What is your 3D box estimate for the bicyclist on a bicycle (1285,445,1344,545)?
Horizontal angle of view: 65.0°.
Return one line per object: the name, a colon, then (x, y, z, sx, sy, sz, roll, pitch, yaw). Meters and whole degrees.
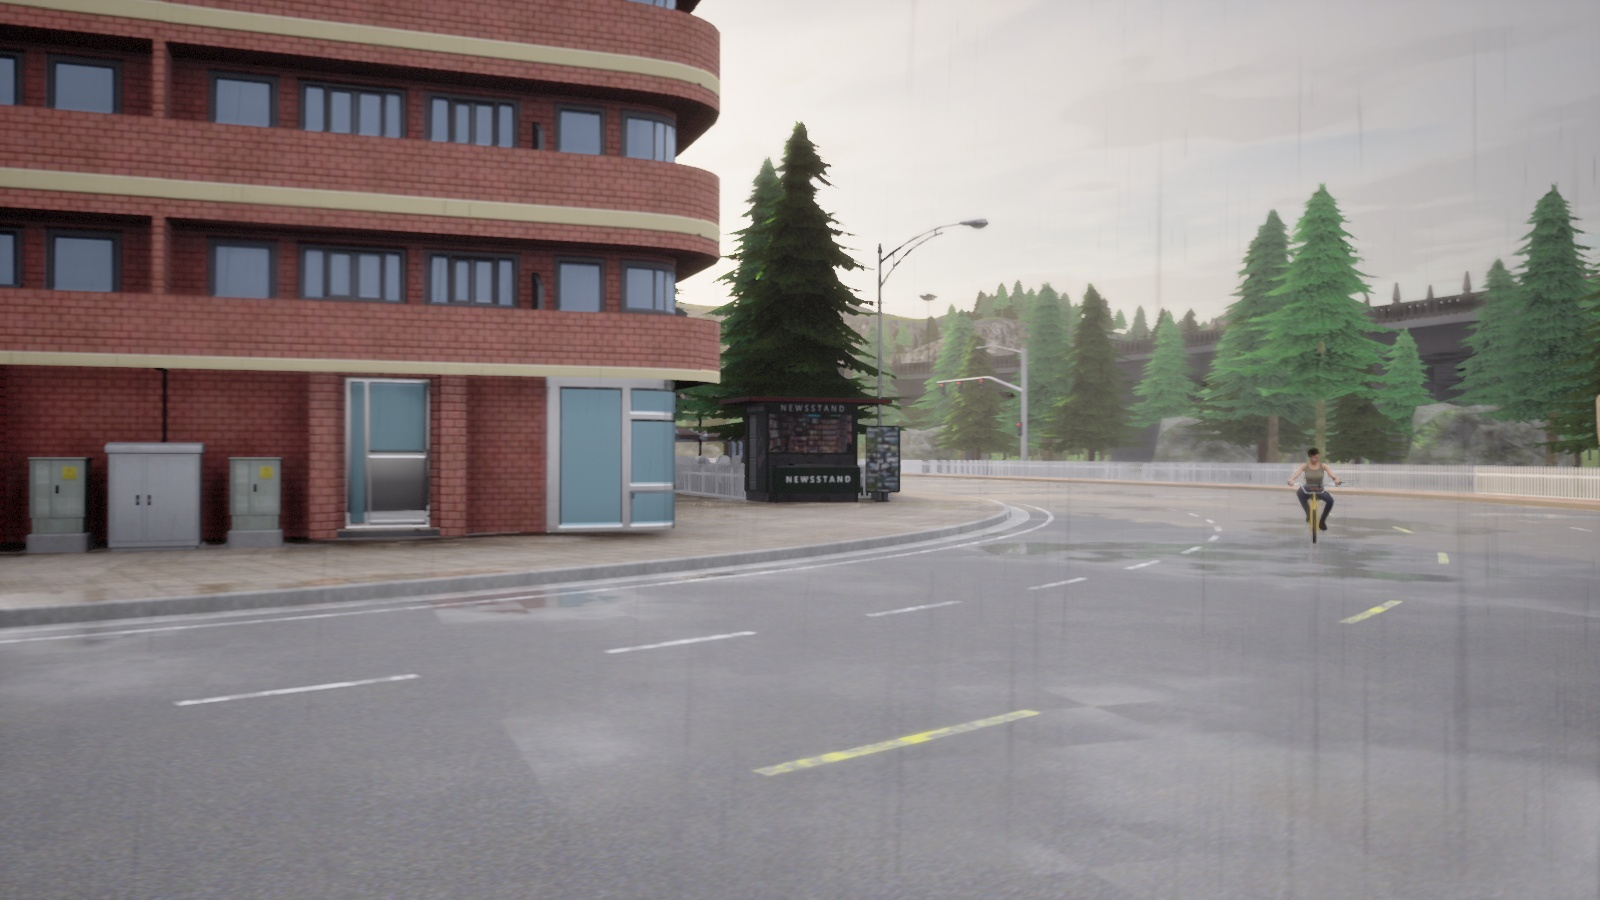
bicyclist on a bicycle: (8.678, 0.727, 21.152, 0.866, 1.612, 1.509, -1, 0, 23)
